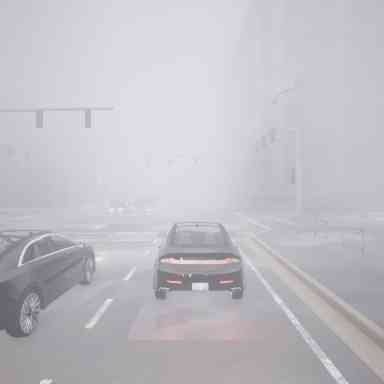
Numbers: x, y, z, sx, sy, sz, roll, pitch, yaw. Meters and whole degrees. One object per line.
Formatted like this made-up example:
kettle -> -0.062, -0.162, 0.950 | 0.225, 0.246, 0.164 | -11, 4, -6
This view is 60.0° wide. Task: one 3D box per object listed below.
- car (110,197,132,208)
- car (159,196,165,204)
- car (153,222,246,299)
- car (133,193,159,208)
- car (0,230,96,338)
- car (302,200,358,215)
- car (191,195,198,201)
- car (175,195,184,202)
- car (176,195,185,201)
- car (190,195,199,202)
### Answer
car -> -10.262, 1.564, 47.074 | 1.994, 1.385, 4.181 | 0, 0, 0
car -> -6.648, 1.491, 59.606 | 2.128, 1.511, 4.902 | 0, 0, 1
car -> 0.136, 1.492, 8.426 | 2.128, 1.511, 4.902 | 0, 0, 0
car -> -6.735, 1.221, 49.393 | 2.150, 2.045, 5.566 | 0, 0, 2
car -> -3.398, 1.492, 6.607 | 2.128, 1.511, 4.902 | 0, 0, 1
car -> 13.447, 1.492, 32.892 | 5.357, 1.411, 2.033 | 0, 0, 0
car -> 0.611, 1.461, 85.379 | 1.882, 1.535, 5.008 | 0, 0, 0
car -> -2.959, 1.497, 75.701 | 1.837, 1.490, 4.892 | 0, 0, 0
car -> -2.889, 1.523, 85.404 | 2.033, 1.411, 5.357 | 0, 0, 0
car -> 0.546, 1.593, 76.334 | 1.895, 1.301, 4.718 | 0, 0, 0
